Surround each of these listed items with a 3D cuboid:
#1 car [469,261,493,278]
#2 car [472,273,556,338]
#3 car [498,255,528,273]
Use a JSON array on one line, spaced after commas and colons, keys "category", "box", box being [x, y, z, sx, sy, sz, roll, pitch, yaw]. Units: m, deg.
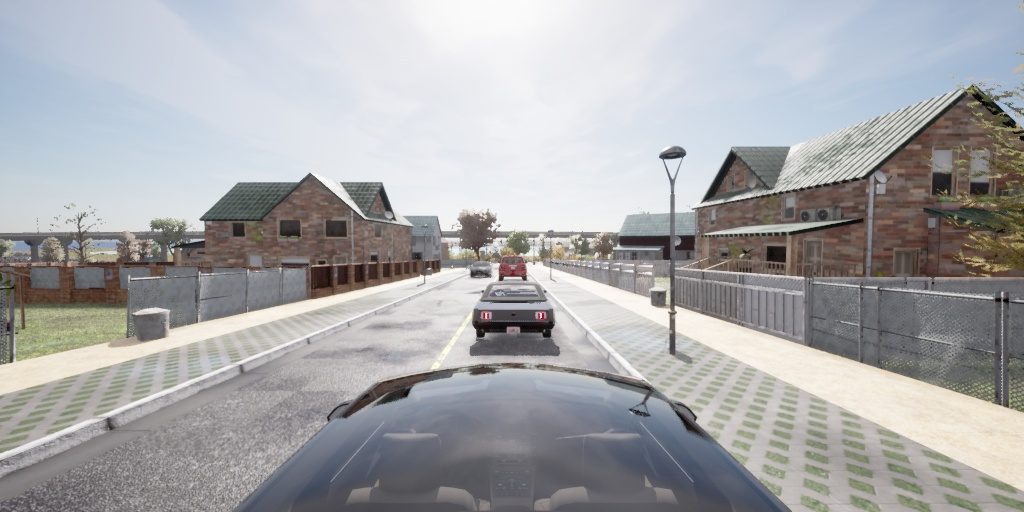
[{"category": "car", "box": [-2.862, 1.256, 33.699, 1.837, 1.490, 4.892, 0, 0, 0]}, {"category": "car", "box": [0.054, 1.347, 10.137, 1.895, 1.301, 4.718, 0, 0, 0]}, {"category": "car", "box": [0.066, 0.970, 28.784, 2.150, 2.045, 5.566, 0, 0, 0]}]
